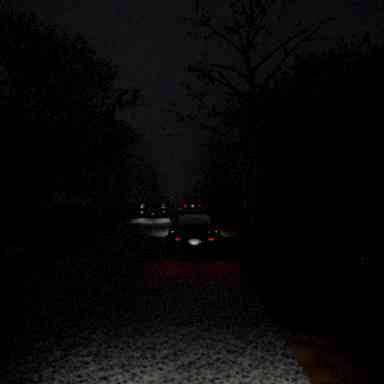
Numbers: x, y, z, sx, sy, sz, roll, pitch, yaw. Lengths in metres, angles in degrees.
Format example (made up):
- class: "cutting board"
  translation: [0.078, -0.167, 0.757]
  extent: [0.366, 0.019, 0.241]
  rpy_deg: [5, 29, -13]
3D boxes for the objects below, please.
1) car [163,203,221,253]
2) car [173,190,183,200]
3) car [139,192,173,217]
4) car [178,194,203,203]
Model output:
- class: "car"
  translation: [0.081, 1.370, 12.760]
  extent: [1.812, 1.442, 4.674]
  rpy_deg: [0, 1, 0]
- class: "car"
  translation: [-3.041, 0.621, 67.135]
  extent: [2.150, 2.045, 5.566]
  rpy_deg: [0, 0, 0]
- class: "car"
  translation: [-2.887, 1.029, 26.618]
  extent: [2.097, 1.767, 4.553]
  rpy_deg: [0, 1, 0]
- class: "car"
  translation: [0.050, 1.183, 30.055]
  extent: [2.033, 1.411, 5.357]
  rpy_deg: [0, 1, 0]
